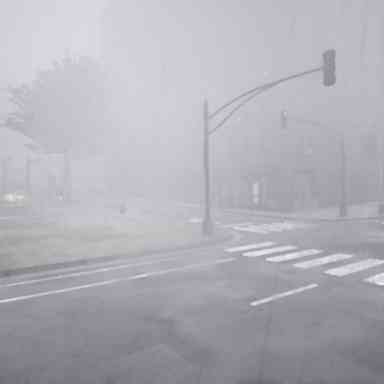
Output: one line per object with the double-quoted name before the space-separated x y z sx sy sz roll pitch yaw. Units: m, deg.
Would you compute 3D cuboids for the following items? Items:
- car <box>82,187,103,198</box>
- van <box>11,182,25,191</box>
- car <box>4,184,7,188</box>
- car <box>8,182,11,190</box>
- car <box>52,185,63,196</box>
"car" -14.506 -0.003 48.596 1.837 1.490 4.892 -2 4 -35
"van" -36.476 -1.188 70.216 1.690 1.788 3.998 0 1 -35
"car" -41.291 -1.447 76.979 2.192 1.841 5.009 0 1 -35
"car" -38.406 -1.072 72.924 2.008 1.369 4.403 0 1 -35
"car" -20.667 -0.313 52.477 2.128 1.511 4.902 -2 4 -35
